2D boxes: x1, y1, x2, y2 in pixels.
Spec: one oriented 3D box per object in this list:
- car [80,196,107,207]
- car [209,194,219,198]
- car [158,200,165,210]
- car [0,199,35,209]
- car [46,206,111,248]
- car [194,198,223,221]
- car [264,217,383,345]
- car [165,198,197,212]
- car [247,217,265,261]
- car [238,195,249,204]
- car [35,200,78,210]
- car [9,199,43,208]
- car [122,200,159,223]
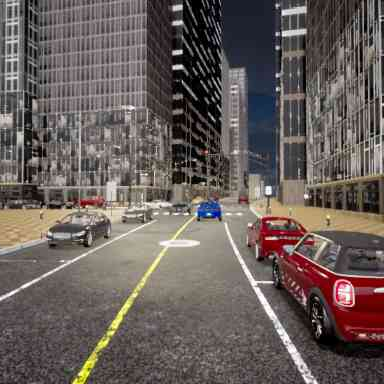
[{"bbox_3d":[-15.149,1.534,49.612,5.009,1.841,2.192,0,-1,13],"label":"car"},{"bbox_3d":[5.153,1.490,78.779,2.192,1.841,5.009,1,0,14],"label":"car"},{"bbox_3d":[-4.678,1.693,43.687,4.718,1.301,1.895,-1,-1,32],"label":"car"},{"bbox_3d":[-22.401,1.653,43.229,4.403,1.369,2.008,0,-1,13],"label":"car"},{"bbox_3d":[-4.881,1.561,14.887,2.008,1.369,4.403,1,0,3],"label":"car"},{"bbox_3d":[1.478,1.494,27.147,1.882,1.535,5.008,0,0,5],"label":"car"},{"bbox_3d":[2.814,1.441,6.340,1.967,1.590,4.097,1,0,2],"label":"car"},{"bbox_3d":[-0.959,1.435,31.981,1.994,1.385,4.181,0,0,6],"label":"car"},{"bbox_3d":[3.006,1.547,11.979,1.887,1.381,4.507,1,0,3],"label":"car"},{"bbox_3d":[10.076,1.410,65.095,2.192,1.841,5.009,1,0,13],"label":"car"},{"bbox_3d":[-16.960,1.637,41.939,4.313,1.339,1.947,0,-1,13],"label":"car"},{"bbox_3d":[-26.036,1.833,52.189,4.403,1.369,2.008,0,-1,13],"label":"car"},{"bbox_3d":[-4.130,1.573,25.678,2.008,1.369,4.403,1,0,5],"label":"car"}]
